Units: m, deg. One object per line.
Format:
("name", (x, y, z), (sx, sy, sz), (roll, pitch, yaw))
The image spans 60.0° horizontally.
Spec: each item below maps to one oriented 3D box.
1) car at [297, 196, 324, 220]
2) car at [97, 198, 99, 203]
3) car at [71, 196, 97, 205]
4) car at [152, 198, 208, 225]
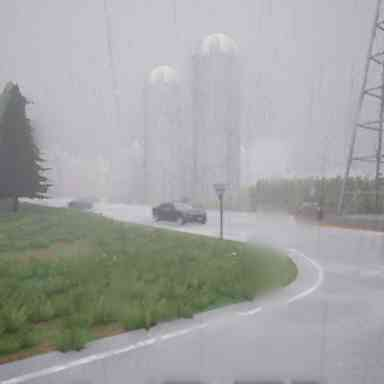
("car", (9.976, 1.304, 27.834), (1.905, 1.878, 3.866), (0, 0, 24))
("car", (-20.913, 1.489, 67.070), (4.181, 1.381, 1.994), (0, 0, -36))
("car", (-13.713, 1.506, 40.824), (1.895, 1.301, 4.718), (0, 0, -35))
("car", (-0.922, 1.382, 22.485), (1.882, 1.535, 5.008), (0, 0, -35))
